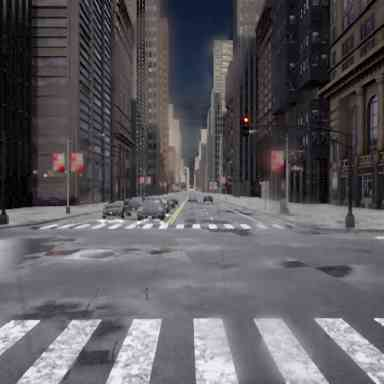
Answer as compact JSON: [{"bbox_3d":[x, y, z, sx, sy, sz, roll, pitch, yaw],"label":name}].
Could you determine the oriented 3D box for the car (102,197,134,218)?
[{"bbox_3d":[-6.601,1.487,29.590,1.837,1.490,4.892,0,0,0],"label":"car"}]

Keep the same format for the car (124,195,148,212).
[{"bbox_3d":[-6.598,1.325,39.744,2.097,1.767,4.553,0,0,0],"label":"car"}]

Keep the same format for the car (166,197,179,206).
[{"bbox_3d":[-3.315,1.552,56.513,1.895,1.301,4.718,0,0,0],"label":"car"}]

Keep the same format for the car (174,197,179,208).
[{"bbox_3d":[-3.340,1.530,46.496,1.994,1.385,4.181,0,0,0],"label":"car"}]

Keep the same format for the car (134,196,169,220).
[{"bbox_3d":[-3.291,1.337,27.689,2.097,1.767,4.553,0,0,-2],"label":"car"}]

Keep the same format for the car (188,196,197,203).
[{"bbox_3d":[0.098,1.468,69.828,2.033,1.411,5.357,0,0,0],"label":"car"}]

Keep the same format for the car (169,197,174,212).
[{"bbox_3d":[-3.352,1.502,36.473,1.812,1.442,4.674,0,0,0],"label":"car"}]

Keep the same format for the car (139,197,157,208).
[{"bbox_3d":[-6.590,1.509,50.041,2.033,1.411,5.357,0,0,0],"label":"car"}]

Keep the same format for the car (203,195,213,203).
[{"bbox_3d":[3.348,1.425,69.916,1.837,1.490,4.892,0,0,0],"label":"car"}]
